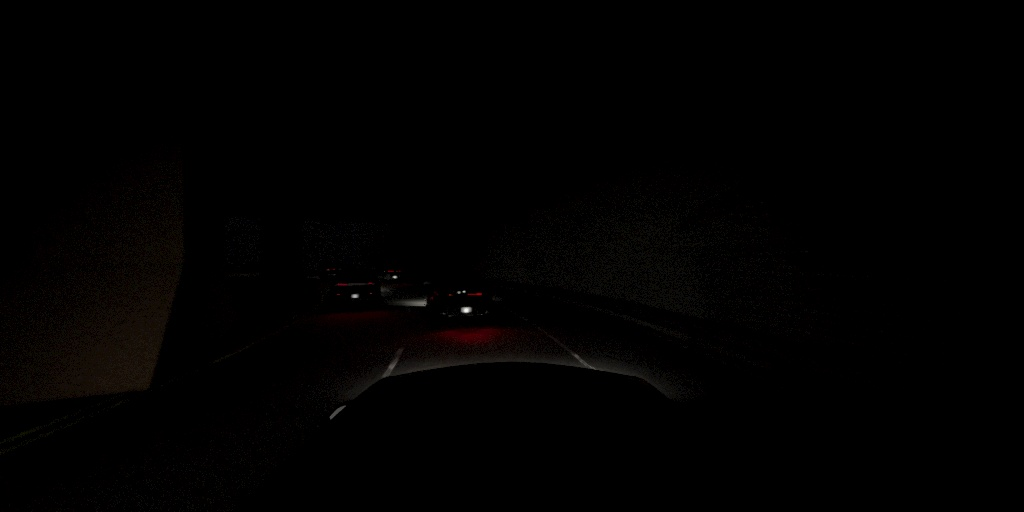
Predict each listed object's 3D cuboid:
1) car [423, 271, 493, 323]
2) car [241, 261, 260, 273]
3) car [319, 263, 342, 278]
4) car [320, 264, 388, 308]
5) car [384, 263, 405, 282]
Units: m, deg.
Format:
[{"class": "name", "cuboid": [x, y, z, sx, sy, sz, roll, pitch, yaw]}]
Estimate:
[{"class": "car", "cuboid": [-1.935, 1.267, 12.405, 1.837, 1.490, 4.892, 0, 0, -16]}, {"class": "car", "cuboid": [-33.388, 1.443, 46.156, 1.837, 1.490, 4.892, 0, 0, -32]}, {"class": "car", "cuboid": [-15.623, 1.323, 31.231, 2.128, 1.511, 4.902, 0, 0, -32]}, {"class": "car", "cuboid": [-6.735, 1.277, 15.569, 2.128, 1.511, 4.902, 0, 0, -22]}, {"class": "car", "cuboid": [-9.917, 1.309, 28.626, 1.837, 1.490, 4.892, 0, 0, -31]}]
